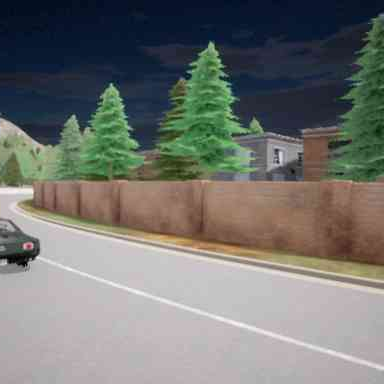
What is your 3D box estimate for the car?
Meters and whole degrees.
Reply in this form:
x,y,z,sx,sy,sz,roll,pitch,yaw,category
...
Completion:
x,y,z,sx,sy,sz,roll,pitch,yaw,category
-6.225,1.364,9.545,4.718,1.301,1.895,2,1,43,car
